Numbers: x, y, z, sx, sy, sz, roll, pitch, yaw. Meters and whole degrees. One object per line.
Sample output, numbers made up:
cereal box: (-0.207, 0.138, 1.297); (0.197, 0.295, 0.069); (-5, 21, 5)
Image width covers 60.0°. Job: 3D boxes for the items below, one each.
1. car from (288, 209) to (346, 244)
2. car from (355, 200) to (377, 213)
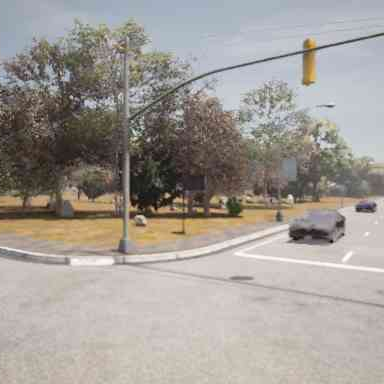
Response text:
car: (6.285, 1.534, 16.239); (2.033, 1.411, 5.357); (0, 0, 32)
car: (19.224, 1.533, 36.714); (1.895, 1.301, 4.718); (0, 0, 32)
